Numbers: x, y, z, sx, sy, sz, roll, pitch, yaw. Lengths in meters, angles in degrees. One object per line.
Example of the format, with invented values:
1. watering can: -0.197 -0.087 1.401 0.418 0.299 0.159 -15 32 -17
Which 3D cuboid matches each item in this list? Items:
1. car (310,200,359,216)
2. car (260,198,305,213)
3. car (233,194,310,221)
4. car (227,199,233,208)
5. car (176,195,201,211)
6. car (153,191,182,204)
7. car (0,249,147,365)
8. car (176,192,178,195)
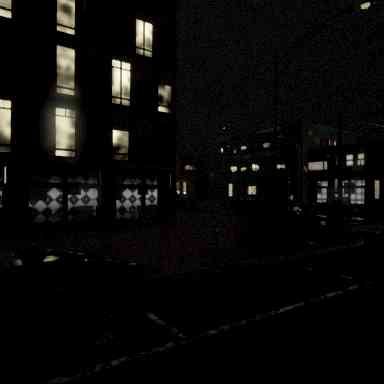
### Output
1. car: 12.515 1.371 29.752 1.887 1.381 4.507 1 0 -36
2. car: 9.225 1.340 34.216 1.802 1.307 4.206 1 0 -36
3. car: 5.774 1.101 24.781 2.192 1.841 5.009 1 0 -36
4. car: 5.937 1.130 38.683 1.967 1.590 4.097 1 0 -36
5. car: -0.812 1.231 33.712 1.802 1.307 4.206 1 0 -36
6. car: -3.927 0.793 52.077 2.192 1.841 5.009 1 0 -36
7. car: -2.722 1.566 4.613 4.313 1.339 1.947 0 0 -36
8. car: -0.643 1.101 47.613 2.008 1.369 4.403 1 0 -36
